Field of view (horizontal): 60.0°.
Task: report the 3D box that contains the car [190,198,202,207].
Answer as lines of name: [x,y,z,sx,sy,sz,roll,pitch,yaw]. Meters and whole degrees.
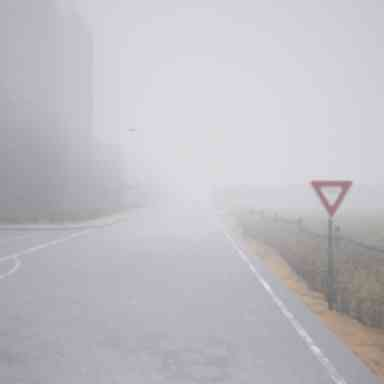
car: [0.721,2.019,60.090,1.812,1.442,4.674,0,0,1]

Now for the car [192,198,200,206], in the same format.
car: [0.847,2.066,70.341,1.812,1.442,4.674,0,0,1]

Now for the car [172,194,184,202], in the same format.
car: [-2.706,1.414,65.962,2.150,2.045,5.566,0,0,1]
